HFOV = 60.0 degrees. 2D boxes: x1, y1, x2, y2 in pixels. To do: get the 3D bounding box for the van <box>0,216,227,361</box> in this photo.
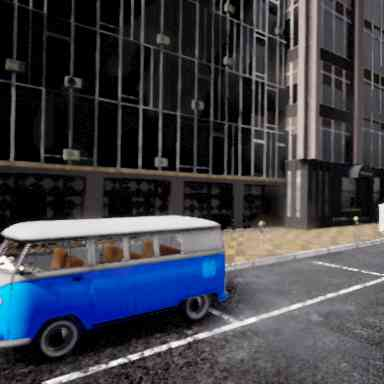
[{"bbox_3d":[-1.258,1.346,5.653,3.998,1.788,1.690,0,1,-35],"label":"van"}]
